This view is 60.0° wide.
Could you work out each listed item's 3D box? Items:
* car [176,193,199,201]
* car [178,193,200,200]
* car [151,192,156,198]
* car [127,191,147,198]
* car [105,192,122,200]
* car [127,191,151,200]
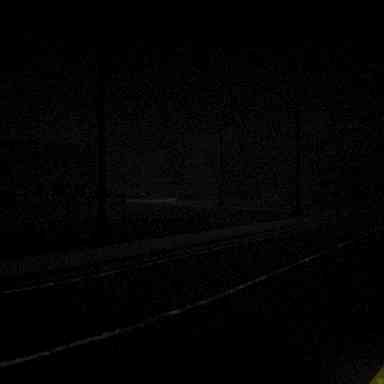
[{"bbox_3d":[-1.131,0.992,68.023,4.674,1.442,1.812,1,1,41],"label":"car"},{"bbox_3d":[-0.741,0.971,72.317,4.718,1.301,1.895,1,1,41],"label":"car"},{"bbox_3d":[-10.801,0.629,81.040,4.674,1.442,1.812,1,0,41],"label":"car"},{"bbox_3d":[-13.094,0.582,78.396,5.008,1.535,1.882,1,0,41],"label":"car"},{"bbox_3d":[-15.565,0.794,66.641,5.008,1.535,1.882,1,1,41],"label":"car"},{"bbox_3d":[-11.113,0.950,67.408,4.718,1.301,1.895,1,1,41],"label":"car"}]
